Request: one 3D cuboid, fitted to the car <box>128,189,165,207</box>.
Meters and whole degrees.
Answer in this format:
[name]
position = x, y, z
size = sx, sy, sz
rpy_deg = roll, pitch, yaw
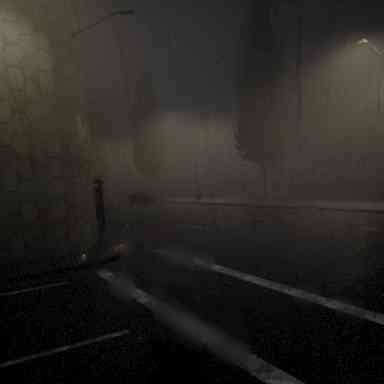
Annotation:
[car]
position = -4.378, 0.511, 31.431
size = 2.128, 1.511, 4.902
rpy_deg = -6, 4, -35
